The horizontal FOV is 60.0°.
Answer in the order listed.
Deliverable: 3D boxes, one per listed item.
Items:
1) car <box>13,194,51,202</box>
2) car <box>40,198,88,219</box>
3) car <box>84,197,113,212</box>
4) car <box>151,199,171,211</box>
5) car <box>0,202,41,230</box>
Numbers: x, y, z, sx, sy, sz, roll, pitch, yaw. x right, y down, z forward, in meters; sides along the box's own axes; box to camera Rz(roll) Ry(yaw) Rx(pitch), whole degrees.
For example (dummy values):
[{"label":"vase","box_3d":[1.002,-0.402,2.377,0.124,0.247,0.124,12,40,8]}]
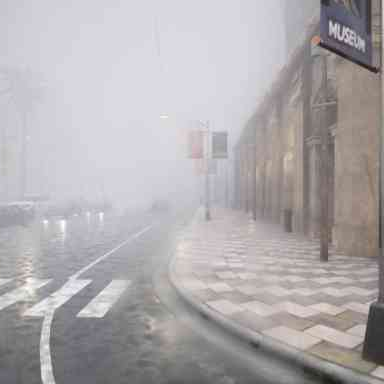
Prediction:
[{"label":"car","box_3d":[-14.737,1.221,30.485,2.150,2.045,5.566,0,0,2]},{"label":"car","box_3d":[-11.267,1.526,29.597,1.812,1.442,4.674,0,0,3]},{"label":"car","box_3d":[-10.823,1.526,39.477,1.812,1.442,4.674,0,0,3]},{"label":"car","box_3d":[-3.706,1.573,40.153,1.994,1.385,4.181,0,0,3]},{"label":"car","box_3d":[-11.627,1.547,20.176,2.033,1.411,5.357,0,0,2]}]
